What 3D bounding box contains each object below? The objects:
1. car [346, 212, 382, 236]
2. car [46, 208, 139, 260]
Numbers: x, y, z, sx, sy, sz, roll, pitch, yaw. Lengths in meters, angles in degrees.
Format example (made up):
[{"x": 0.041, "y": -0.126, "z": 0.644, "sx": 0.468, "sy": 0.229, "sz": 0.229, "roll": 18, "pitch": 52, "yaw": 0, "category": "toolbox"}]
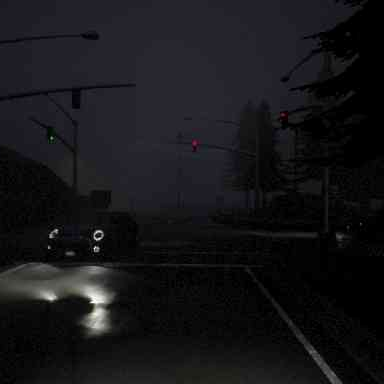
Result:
[{"x": 12.449, "y": 1.991, "z": 21.261, "sx": 4.902, "sy": 1.511, "sz": 2.128, "roll": 0, "pitch": -1, "yaw": 0, "category": "car"}, {"x": -3.599, "y": 1.494, "z": 12.886, "sx": 2.097, "sy": 1.767, "sz": 4.553, "roll": 1, "pitch": -3, "yaw": 8, "category": "car"}]
